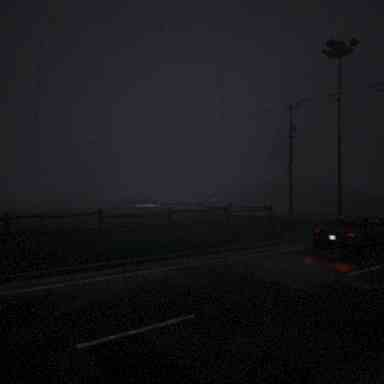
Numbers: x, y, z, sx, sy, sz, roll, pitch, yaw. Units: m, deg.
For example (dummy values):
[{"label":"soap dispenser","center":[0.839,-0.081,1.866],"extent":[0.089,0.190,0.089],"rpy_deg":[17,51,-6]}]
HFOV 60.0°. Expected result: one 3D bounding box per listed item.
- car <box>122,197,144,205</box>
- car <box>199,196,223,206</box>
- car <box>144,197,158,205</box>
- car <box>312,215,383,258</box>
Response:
[{"label":"car","center":[-10.809,1.592,58.867],"extent":[1.994,1.385,4.181],"rpy_deg":[0,0,-36]},{"label":"car","center":[3.245,1.394,57.377],"extent":[2.097,1.767,4.553],"rpy_deg":[0,0,-36]},{"label":"car","center":[-7.954,1.597,60.891],"extent":[1.994,1.385,4.181],"rpy_deg":[0,0,-36]},{"label":"car","center":[6.573,1.579,12.901],"extent":[4.181,1.385,1.994],"rpy_deg":[0,0,-36]}]
